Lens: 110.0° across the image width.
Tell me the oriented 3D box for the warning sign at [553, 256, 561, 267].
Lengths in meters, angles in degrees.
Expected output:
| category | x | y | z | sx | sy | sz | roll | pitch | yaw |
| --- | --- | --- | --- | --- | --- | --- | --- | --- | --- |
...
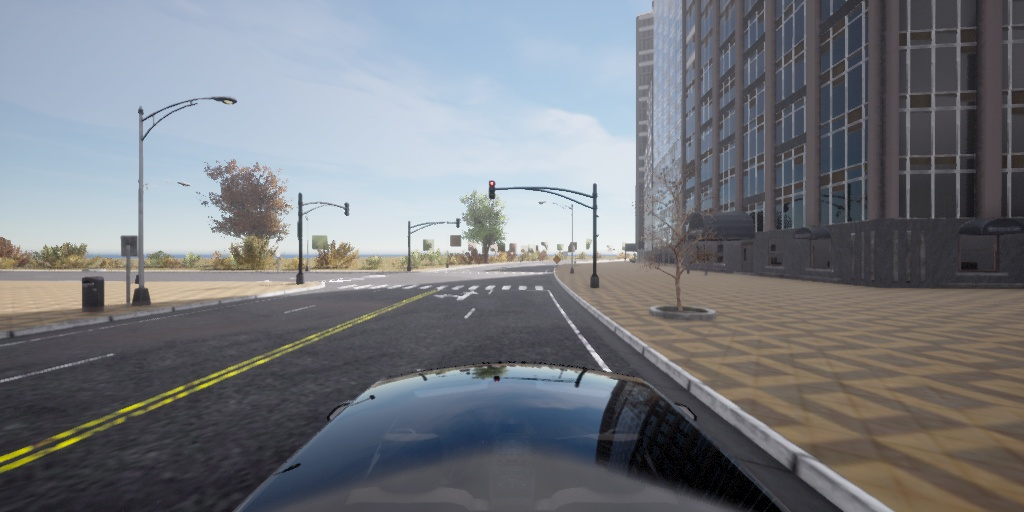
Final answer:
| category | x | y | z | sx | sy | sz | roll | pitch | yaw |
| --- | --- | --- | --- | --- | --- | --- | --- | --- | --- |
| warning sign | 7.155 | 0.877 | 57.150 | 1.300 | 1.860 | 1.060 | 0 | 0 | 9 |
